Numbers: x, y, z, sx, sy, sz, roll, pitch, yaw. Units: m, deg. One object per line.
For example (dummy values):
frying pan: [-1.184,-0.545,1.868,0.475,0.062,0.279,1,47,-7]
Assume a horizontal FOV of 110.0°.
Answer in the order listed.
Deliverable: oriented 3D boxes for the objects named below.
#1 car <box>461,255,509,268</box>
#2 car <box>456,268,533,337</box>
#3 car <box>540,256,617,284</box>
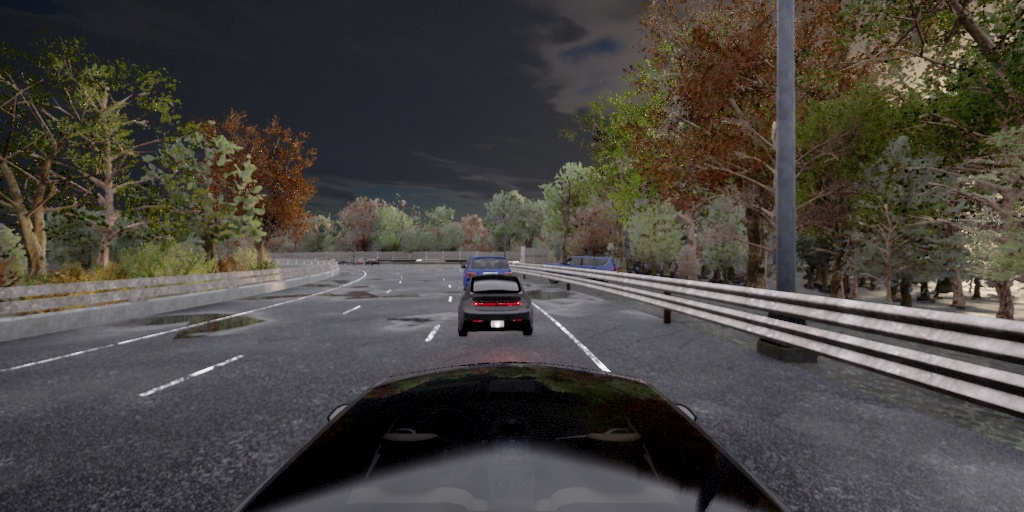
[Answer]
car: [-1.310,0.991,17.845,2.150,2.045,5.566,0,0,-9]
car: [-0.539,1.265,10.370,1.837,1.490,4.892,0,0,-5]
car: [4.864,1.012,26.144,5.566,2.045,2.150,3,1,6]
